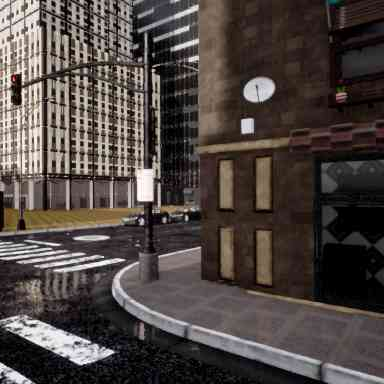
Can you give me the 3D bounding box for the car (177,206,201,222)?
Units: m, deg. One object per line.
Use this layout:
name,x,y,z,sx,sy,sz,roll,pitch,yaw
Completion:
car,-0.356,1.975,30.488,2.008,1.369,4.403,-2,-2,35

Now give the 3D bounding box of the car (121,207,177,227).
car,-3.555,1.894,25.929,2.008,1.369,4.403,-2,-2,35
